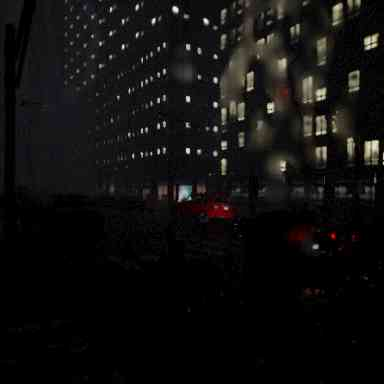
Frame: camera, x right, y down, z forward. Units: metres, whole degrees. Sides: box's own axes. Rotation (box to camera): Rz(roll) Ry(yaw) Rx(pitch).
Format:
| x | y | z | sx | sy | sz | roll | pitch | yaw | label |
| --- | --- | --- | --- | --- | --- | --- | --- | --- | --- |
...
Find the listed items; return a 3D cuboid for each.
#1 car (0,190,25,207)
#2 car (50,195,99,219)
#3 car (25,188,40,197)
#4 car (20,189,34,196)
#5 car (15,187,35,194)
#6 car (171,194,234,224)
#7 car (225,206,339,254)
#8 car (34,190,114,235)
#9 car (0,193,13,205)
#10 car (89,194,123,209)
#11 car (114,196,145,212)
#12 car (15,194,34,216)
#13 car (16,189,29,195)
| x | y | z | sx | sy | sz | roll | pitch | yaw | label |
| --- | --- | --- | --- | --- | --- | --- | --- | --- | --- |
| -19.164 | 0.829 | 34.720 | 2.008 | 1.369 | 4.403 | 2 | 0 | -36 | car |
| -8.970 | 1.032 | 25.070 | 2.128 | 1.511 | 4.902 | 0 | 1 | -36 | car |
| -31.978 | 0.100 | 66.627 | 1.967 | 1.590 | 4.097 | 1 | 0 | -36 | car |
| -35.240 | 0.099 | 71.116 | 1.887 | 1.381 | 4.507 | 1 | 0 | -36 | car |
| -23.370 | 0.304 | 45.041 | 2.150 | 2.045 | 5.566 | 0 | 1 | -36 | car |
| 0.623 | 1.022 | 21.744 | 2.192 | 1.841 | 5.009 | 1 | 0 | -36 | car |
| 3.292 | 1.462 | 13.006 | 1.895 | 1.301 | 4.718 | 1 | 1 | -20 | car |
| -6.121 | 1.007 | 16.771 | 2.192 | 1.841 | 5.009 | 2 | 0 | -36 | car |
| -22.423 | 0.755 | 39.207 | 1.802 | 1.307 | 4.206 | 2 | 0 | -36 | car |
| -9.163 | 0.963 | 35.210 | 1.947 | 1.339 | 4.313 | 1 | 0 | -36 | car |
| -5.903 | 1.067 | 30.721 | 1.947 | 1.339 | 4.313 | 1 | 0 | -36 | car |
| -12.647 | 1.068 | 25.746 | 1.802 | 1.307 | 4.206 | 2 | 0 | -36 | car |
| -38.500 | -0.008 | 75.605 | 1.887 | 1.381 | 4.507 | 1 | 0 | -36 | car |
